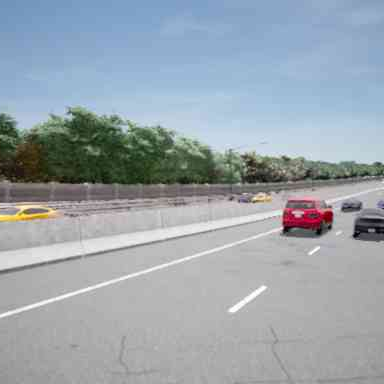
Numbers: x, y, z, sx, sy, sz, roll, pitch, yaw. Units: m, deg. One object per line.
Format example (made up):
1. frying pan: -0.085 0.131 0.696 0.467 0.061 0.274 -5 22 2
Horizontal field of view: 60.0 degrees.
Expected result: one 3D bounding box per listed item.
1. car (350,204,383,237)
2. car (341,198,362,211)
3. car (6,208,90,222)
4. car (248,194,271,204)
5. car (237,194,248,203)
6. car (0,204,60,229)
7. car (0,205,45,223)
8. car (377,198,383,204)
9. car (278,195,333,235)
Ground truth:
1. car: 10.325 1.681 18.856 1.837 1.490 4.892 0 0 31
2. car: 19.121 1.457 39.729 2.033 1.411 5.357 0 1 32
3. car: -6.904 1.690 17.743 1.895 1.301 4.718 0 0 31
4. car: 11.254 1.168 53.740 1.882 1.535 5.008 0 2 33
5. car: 9.417 1.138 57.336 1.837 1.490 4.892 0 1 33
6. car: -11.693 1.647 23.370 1.994 1.385 4.181 0 0 31
7. car: -9.910 1.555 19.530 1.882 1.535 5.008 0 0 31
8. car: 22.583 1.450 38.653 2.033 1.411 5.357 0 1 32
9. car: 7.190 1.387 20.445 2.150 2.045 5.566 0 0 31
